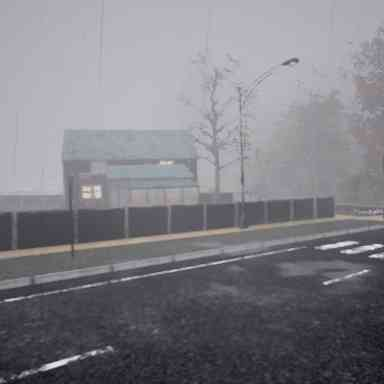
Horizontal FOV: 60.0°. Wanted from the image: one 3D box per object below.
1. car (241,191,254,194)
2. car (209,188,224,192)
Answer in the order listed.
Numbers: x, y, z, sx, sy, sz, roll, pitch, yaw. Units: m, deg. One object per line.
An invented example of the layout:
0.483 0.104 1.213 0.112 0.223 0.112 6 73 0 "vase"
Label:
8.768 0.654 51.968 1.882 1.535 5.008 -2 1 -14 "car"
4.877 0.187 66.915 2.150 2.045 5.566 -2 1 -14 "car"
